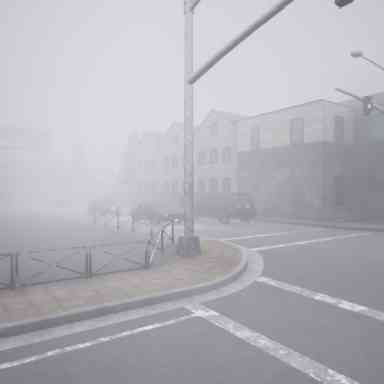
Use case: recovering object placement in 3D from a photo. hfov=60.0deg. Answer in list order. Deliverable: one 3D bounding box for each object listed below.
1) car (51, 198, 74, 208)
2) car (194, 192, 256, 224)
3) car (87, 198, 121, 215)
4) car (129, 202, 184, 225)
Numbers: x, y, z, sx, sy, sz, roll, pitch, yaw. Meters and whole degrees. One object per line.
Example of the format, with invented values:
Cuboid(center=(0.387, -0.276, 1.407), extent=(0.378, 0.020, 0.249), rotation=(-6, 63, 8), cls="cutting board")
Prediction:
Cuboid(center=(-17.018, 1.424, 43.532), extent=(1.895, 1.301, 4.718), rotation=(0, 0, -35), cls="car")
Cuboid(center=(1.950, 1.045, 23.023), extent=(2.150, 2.045, 5.566), rotation=(0, 0, -35), cls="car")
Cuboid(center=(-8.252, 1.315, 31.027), extent=(2.128, 1.511, 4.902), rotation=(0, 0, -35), cls="car")
Cuboid(center=(-2.507, 1.371, 22.909), extent=(2.033, 1.411, 5.357), rotation=(0, 0, -35), cls="car")
